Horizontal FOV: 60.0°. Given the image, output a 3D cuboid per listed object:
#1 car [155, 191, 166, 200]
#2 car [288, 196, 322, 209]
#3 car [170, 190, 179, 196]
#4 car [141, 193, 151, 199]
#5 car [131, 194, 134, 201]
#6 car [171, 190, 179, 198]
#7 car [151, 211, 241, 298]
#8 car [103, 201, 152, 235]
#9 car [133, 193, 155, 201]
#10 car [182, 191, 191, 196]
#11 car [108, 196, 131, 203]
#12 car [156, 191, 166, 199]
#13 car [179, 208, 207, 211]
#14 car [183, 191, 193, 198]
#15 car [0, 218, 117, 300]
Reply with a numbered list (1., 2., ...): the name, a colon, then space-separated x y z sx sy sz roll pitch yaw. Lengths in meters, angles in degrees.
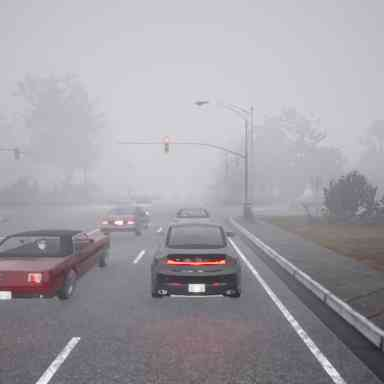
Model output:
1. car: -7.226 0.938 68.922 2.128 1.511 4.902 0 1 -1
2. car: 13.633 1.212 38.484 4.902 1.511 2.128 0 0 -3
3. car: -4.986 0.270 94.854 2.097 1.767 4.553 0 1 -7
4. car: -10.964 0.867 79.193 1.994 1.385 4.181 0 1 -2
5. car: -10.714 1.043 64.278 2.033 1.411 5.357 0 1 0
6. car: -4.217 0.752 84.807 2.128 1.511 4.902 0 1 -4
7. car: 0.080 1.472 8.429 1.837 1.490 4.892 0 0 0
8. car: -3.462 1.440 17.835 2.033 1.411 5.357 0 0 -1
9. car: -7.227 1.182 50.749 1.994 1.385 4.181 0 0 0
10. car: -1.506 0.452 95.224 2.033 1.411 5.357 0 1 -7
11. car: -10.927 1.233 49.080 1.895 1.301 4.718 0 0 3
12. car: -7.517 0.651 80.517 2.097 1.767 4.553 0 1 -2
13. car: 0.064 1.494 17.742 1.895 1.301 4.718 0 0 0
14. car: -0.745 0.772 85.347 1.994 1.385 4.181 0 1 -4
15. car: -3.421 1.569 8.246 1.895 1.301 4.718 0 0 0
